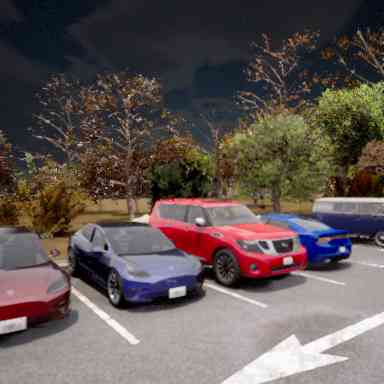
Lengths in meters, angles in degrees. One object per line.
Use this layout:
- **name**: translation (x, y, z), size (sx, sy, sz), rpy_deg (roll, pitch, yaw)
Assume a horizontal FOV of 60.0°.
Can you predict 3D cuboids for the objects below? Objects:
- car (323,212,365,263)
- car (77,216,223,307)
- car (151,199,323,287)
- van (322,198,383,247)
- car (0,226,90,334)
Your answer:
- **car**: translation (2.942, 1.521, 11.661), size (2.097, 1.535, 5.008), rpy_deg (1, 0, -35)
- **car**: translation (-1.659, 1.526, 8.368), size (2.163, 1.488, 4.792), rpy_deg (0, 0, -35)
- **car**: translation (0.644, 1.259, 10.003), size (2.435, 2.045, 5.566), rpy_deg (0, 0, -35)
- **van**: translation (7.722, 1.255, 14.910), size (1.878, 1.987, 4.442), rpy_deg (-1, 1, -35)
- **car**: translation (-3.963, 1.512, 6.734), size (2.163, 1.488, 4.792), rpy_deg (0, 0, -35)
